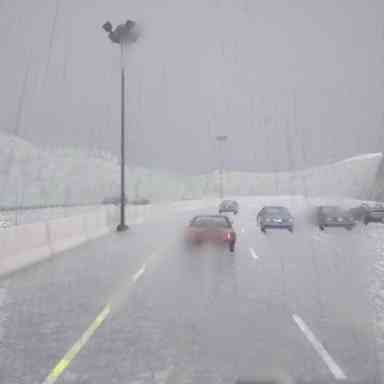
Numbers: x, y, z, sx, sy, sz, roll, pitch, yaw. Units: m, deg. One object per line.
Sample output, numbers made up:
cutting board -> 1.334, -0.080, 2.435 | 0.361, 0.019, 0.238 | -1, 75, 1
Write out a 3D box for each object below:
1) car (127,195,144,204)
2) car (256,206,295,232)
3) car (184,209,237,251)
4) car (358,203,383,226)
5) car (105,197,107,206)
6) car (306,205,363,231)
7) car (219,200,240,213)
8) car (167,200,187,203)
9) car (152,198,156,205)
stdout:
car -> -8.830, 1.353, 55.947 | 2.097, 1.767, 4.553 | 0, 0, 18
car -> 4.961, 1.565, 20.153 | 2.033, 1.411, 5.357 | 0, 0, 7
car -> 0.818, 1.607, 14.103 | 1.895, 1.301, 4.718 | 0, 0, 5
car -> 12.519, 1.525, 23.457 | 2.128, 1.511, 4.902 | 0, 0, 8
car -> -12.695, 1.214, 55.274 | 2.150, 2.045, 5.566 | 0, 0, 17
car -> 8.594, 1.572, 20.993 | 2.033, 1.411, 5.357 | 0, 0, 8
car -> 3.967, 1.568, 35.223 | 2.033, 1.411, 5.357 | 0, 0, 12
car -> -2.202, 1.540, 53.705 | 1.812, 1.442, 4.674 | 0, 0, 18
car -> -5.157, 1.361, 55.912 | 2.097, 1.767, 4.553 | 0, 0, 18
